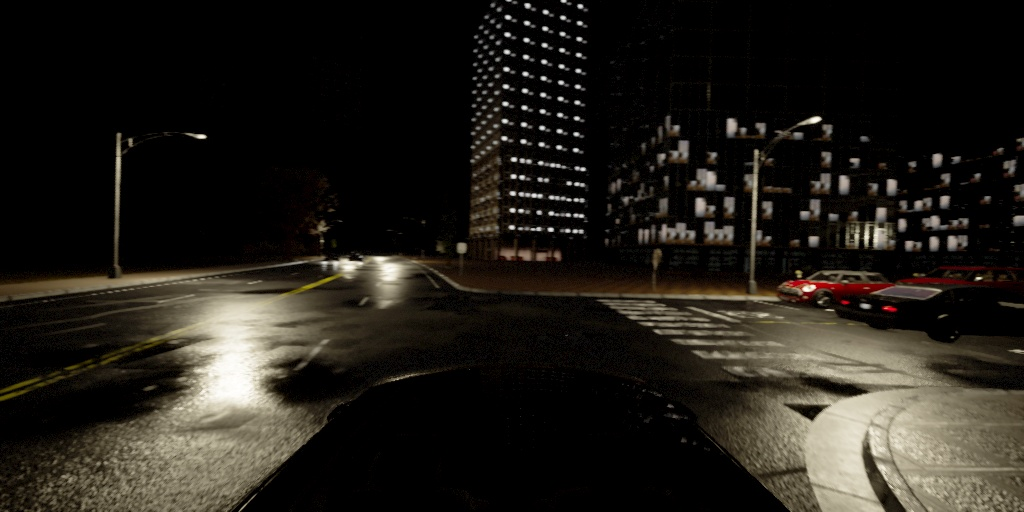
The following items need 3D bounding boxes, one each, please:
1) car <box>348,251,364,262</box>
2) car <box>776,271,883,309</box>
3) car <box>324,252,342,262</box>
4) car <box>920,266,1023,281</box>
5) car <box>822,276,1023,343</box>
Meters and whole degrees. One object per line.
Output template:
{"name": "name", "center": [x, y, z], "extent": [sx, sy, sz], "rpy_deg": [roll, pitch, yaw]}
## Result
{"name": "car", "center": [-24.295, 0.027, 55.892], "extent": [2.097, 1.767, 4.553], "rpy_deg": [2, 0, -20]}
{"name": "car", "center": [13.688, 1.339, 15.278], "extent": [4.097, 1.591, 1.967], "rpy_deg": [0, 0, 0]}
{"name": "car", "center": [-27.347, 0.118, 54.767], "extent": [1.812, 1.442, 4.674], "rpy_deg": [2, 0, -20]}
{"name": "car", "center": [19.333, 1.338, 15.285], "extent": [5.009, 1.841, 2.192], "rpy_deg": [0, 0, 0]}
{"name": "car", "center": [11.929, 1.443, 9.582], "extent": [5.357, 1.411, 2.033], "rpy_deg": [1, 0, 0]}
